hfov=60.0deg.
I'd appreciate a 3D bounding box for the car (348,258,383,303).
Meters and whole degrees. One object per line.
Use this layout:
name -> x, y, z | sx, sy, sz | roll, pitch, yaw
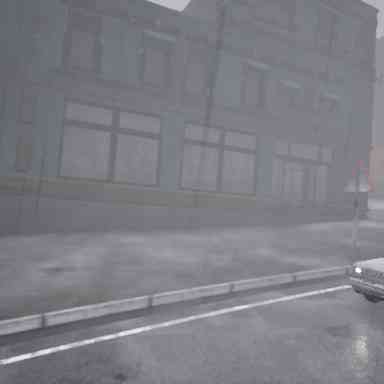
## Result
car -> 5.521, 1.645, 6.863 | 4.718, 1.301, 1.895 | 1, -1, -26
